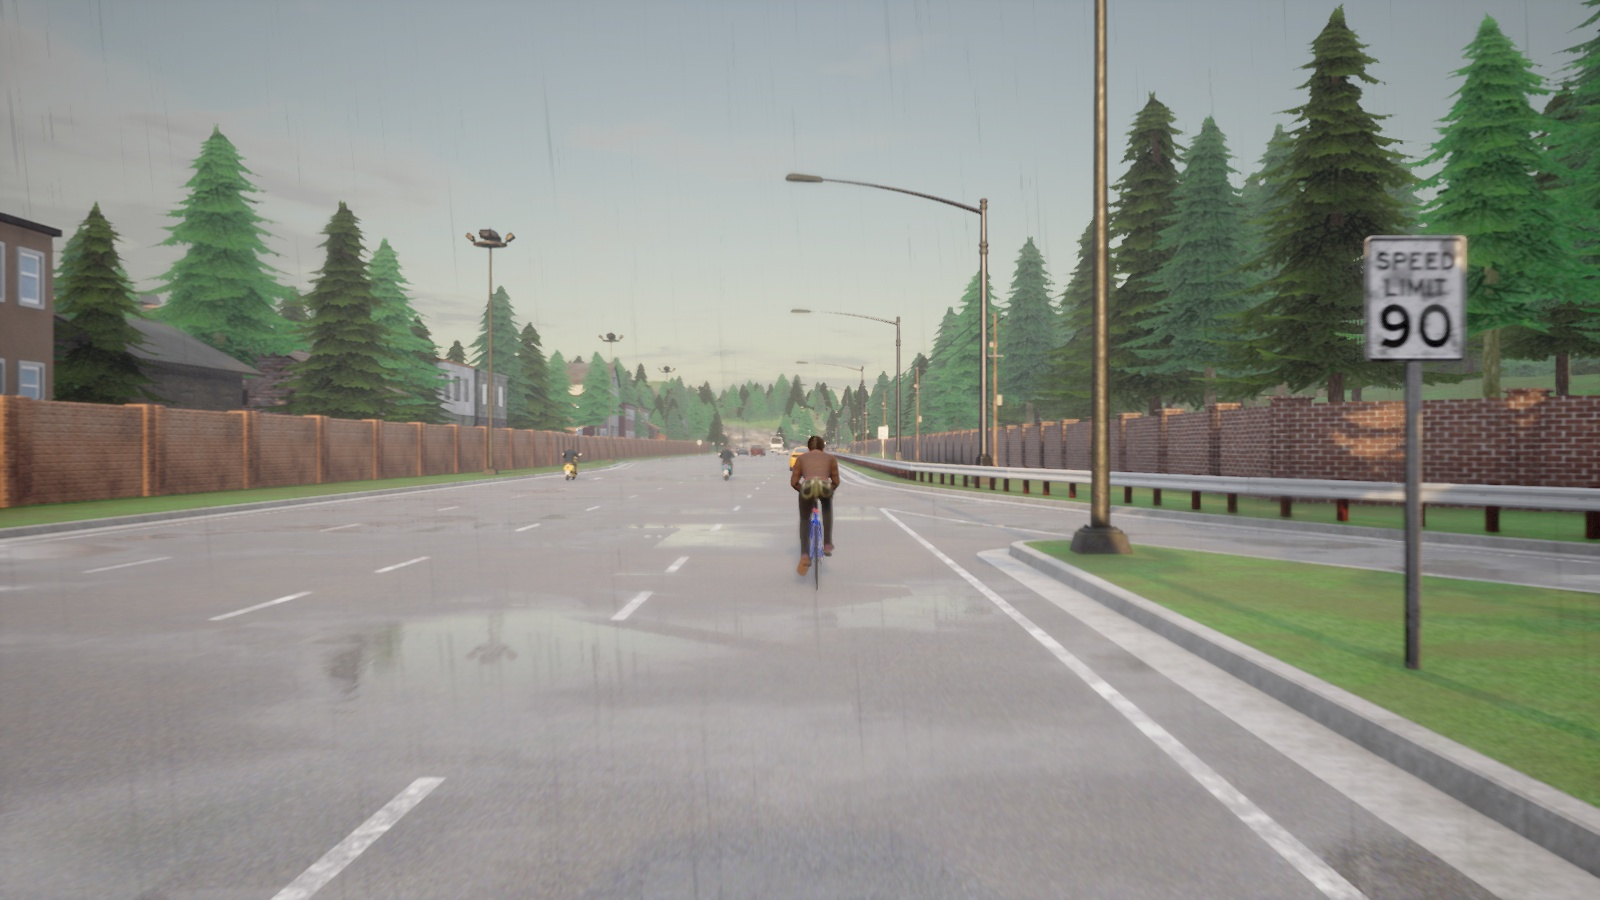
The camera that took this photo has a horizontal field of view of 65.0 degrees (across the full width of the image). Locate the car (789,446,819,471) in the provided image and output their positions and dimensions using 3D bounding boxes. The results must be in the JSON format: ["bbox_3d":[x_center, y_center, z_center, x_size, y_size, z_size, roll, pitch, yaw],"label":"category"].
[{"bbox_3d":[0.254,0.532,81.813,1.882,1.535,5.008,0,0,0],"label":"car"}]

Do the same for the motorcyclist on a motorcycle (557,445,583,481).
[{"bbox_3d":[-10.273,0.558,56.138,0.866,1.590,1.817,0,0,0],"label":"motorcyclist on a motorcycle"}]

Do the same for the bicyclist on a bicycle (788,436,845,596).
[{"bbox_3d":[0.170,0.668,13.548,0.582,1.620,1.656,0,0,0],"label":"bicyclist on a bicycle"}]
